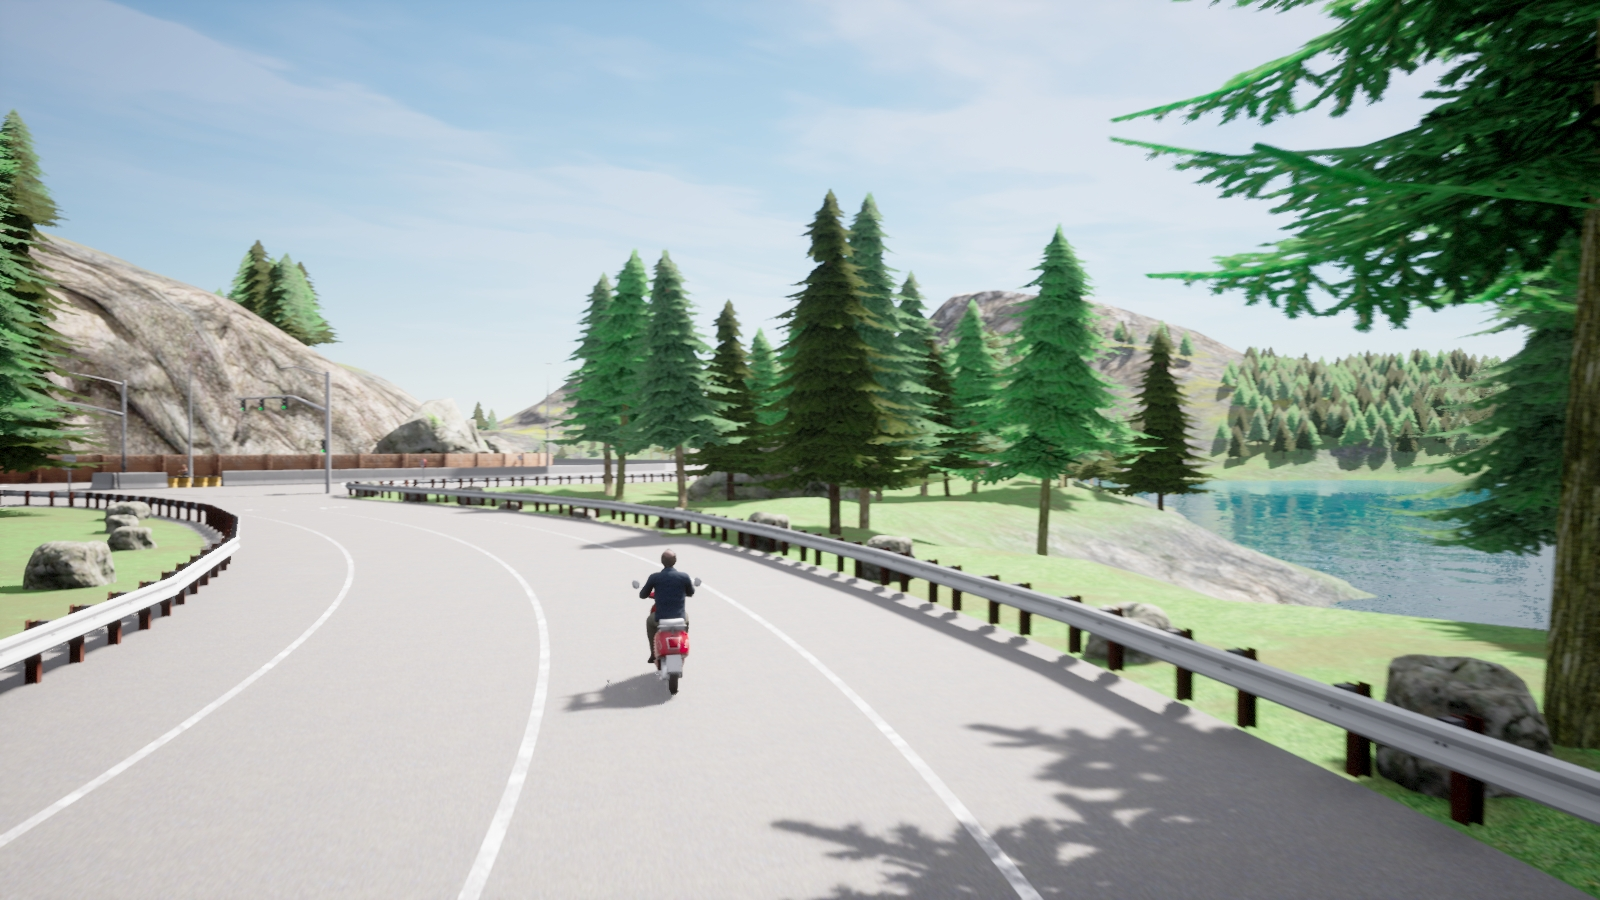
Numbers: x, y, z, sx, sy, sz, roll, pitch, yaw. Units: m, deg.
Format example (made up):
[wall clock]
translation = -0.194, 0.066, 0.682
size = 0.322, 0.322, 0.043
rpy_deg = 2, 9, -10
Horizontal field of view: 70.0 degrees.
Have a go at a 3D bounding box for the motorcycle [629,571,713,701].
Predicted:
[motorcycle]
translation = -1.578, 2.183, 13.737
size = 0.856, 1.236, 1.805
rpy_deg = -1, 0, -11
